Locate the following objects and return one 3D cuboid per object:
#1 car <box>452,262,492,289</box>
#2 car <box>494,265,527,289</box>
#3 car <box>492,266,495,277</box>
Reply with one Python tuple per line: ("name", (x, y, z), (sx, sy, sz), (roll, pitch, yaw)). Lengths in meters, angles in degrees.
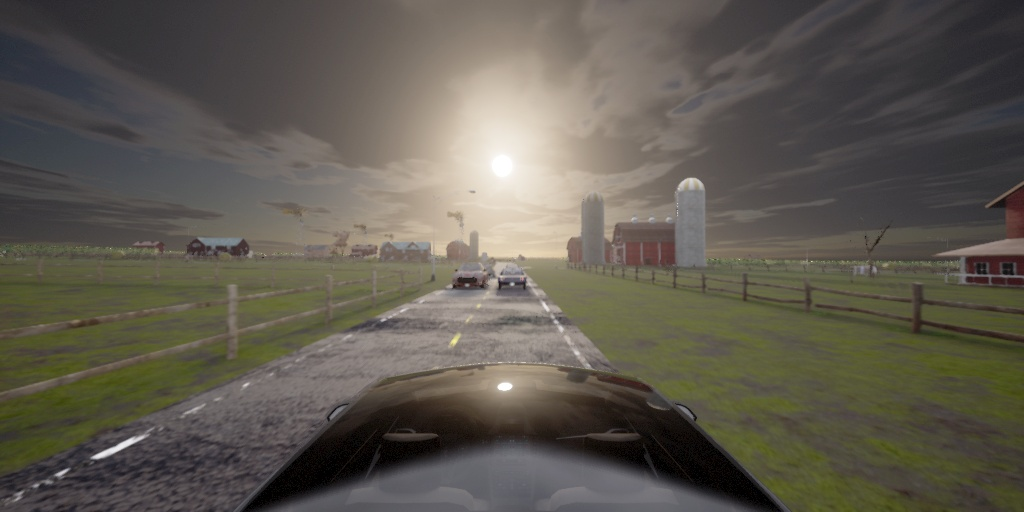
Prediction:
("car", (-2.769, 1.233, 24.531), (2.097, 1.767, 4.553), (0, 0, 0))
("car", (0.023, 1.483, 24.452), (1.895, 1.301, 4.718), (0, 0, 0))
("car", (-2.772, 1.527, 38.093), (1.994, 1.385, 4.181), (0, 0, 1))
